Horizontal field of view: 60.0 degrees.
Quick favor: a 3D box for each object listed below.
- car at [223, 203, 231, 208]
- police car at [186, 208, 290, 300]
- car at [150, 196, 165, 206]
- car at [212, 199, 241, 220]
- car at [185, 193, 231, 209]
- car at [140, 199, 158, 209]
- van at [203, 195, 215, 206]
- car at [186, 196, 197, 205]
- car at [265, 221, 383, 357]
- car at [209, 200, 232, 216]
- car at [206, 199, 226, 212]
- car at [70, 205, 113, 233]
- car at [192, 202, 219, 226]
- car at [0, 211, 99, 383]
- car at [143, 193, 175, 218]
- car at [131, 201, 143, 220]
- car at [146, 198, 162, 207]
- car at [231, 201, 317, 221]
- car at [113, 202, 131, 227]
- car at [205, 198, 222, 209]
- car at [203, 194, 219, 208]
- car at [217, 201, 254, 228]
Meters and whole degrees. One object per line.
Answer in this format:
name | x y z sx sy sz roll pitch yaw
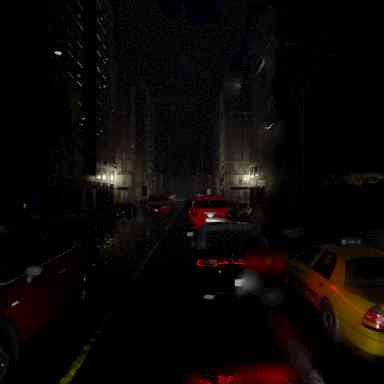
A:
car | 2.837 1.524 17.280 1.752 1.417 4.829 0 0 0
police car | 0.888 1.425 8.551 1.930 1.638 5.238 0 0 0
car | -5.732 1.437 55.761 1.967 1.590 4.097 0 0 0
car | 2.825 1.438 28.157 1.967 1.590 4.097 0 0 0
car | 0.878 1.222 18.471 2.150 2.045 5.566 0 0 0
car | -5.720 1.579 44.711 1.802 1.307 4.206 0 0 0
van | 2.794 1.338 55.776 1.690 1.788 3.998 0 0 0
car | -0.069 1.522 59.563 1.812 1.442 4.674 0 0 0
car | 2.850 1.525 6.233 1.752 1.417 4.829 0 0 0
car | 2.819 1.549 33.681 2.008 1.369 4.403 0 0 0
car | 2.812 1.548 39.205 2.008 1.369 4.403 0 0 0
car | -5.688 1.544 17.085 1.887 1.381 4.507 0 0 0
car | 0.871 1.525 24.441 1.812 1.442 4.674 0 0 0
car | -3.107 1.352 4.907 2.097 1.767 4.553 0 0 0
car | -3.047 1.220 30.999 2.150 2.045 5.566 0 0 0
car | -5.701 1.564 28.135 1.947 1.339 4.313 0 0 0
car | -5.726 1.563 50.236 1.947 1.339 4.313 0 0 0
car | 2.844 1.315 11.586 2.192 1.841 5.009 0 0 0
car | -5.695 1.565 22.610 1.947 1.339 4.313 0 0 0
car | 2.806 1.563 44.728 1.947 1.339 4.313 0 0 0
car | 2.800 1.312 50.252 2.192 1.841 5.009 0 0 0
car | 2.831 1.439 22.634 1.967 1.590 4.097 0 0 0
